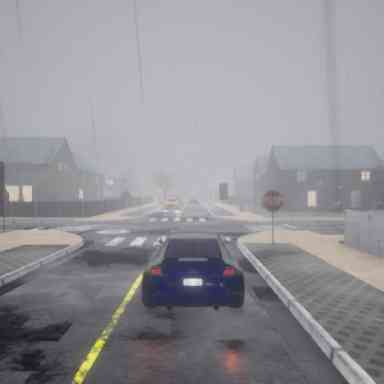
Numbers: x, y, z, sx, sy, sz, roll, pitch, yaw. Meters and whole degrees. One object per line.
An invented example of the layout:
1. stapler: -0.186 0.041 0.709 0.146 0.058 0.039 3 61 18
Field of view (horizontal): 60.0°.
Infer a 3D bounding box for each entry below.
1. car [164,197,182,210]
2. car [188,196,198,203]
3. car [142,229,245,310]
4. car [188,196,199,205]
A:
1. car: -2.697 1.577 44.762 1.882 1.535 5.008 0 0 0
2. car: 0.245 1.665 75.238 2.033 1.411 5.357 0 0 0
3. car: 0.033 1.567 7.894 1.994 1.385 4.181 0 0 0
4. car: 0.268 1.781 65.257 1.994 1.385 4.181 0 0 1
